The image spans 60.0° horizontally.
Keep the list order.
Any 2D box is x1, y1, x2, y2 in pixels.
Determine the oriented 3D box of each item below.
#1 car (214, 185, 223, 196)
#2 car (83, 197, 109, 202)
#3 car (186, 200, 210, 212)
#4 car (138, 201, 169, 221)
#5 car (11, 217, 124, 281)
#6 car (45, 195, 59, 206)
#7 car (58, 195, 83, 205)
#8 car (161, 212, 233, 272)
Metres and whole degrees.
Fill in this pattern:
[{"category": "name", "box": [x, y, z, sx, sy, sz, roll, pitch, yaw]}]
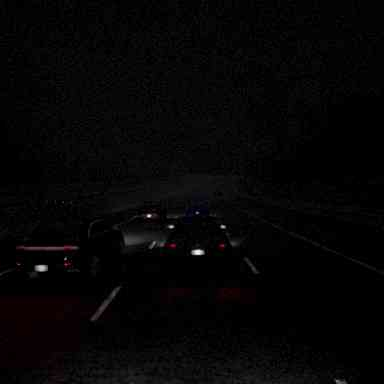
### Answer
[{"category": "car", "box": [7.138, -0.009, 91.046, 2.150, 2.045, 5.566, 0, 2, 5]}, {"category": "car", "box": [-13.089, 1.359, 46.941, 2.033, 1.411, 5.357, 0, 1, 3]}, {"category": "car", "box": [0.479, 1.450, 28.137, 1.882, 1.535, 5.008, 0, 0, 1]}, {"category": "car", "box": [-3.059, 1.478, 26.661, 1.837, 1.490, 4.892, 0, 0, 1]}, {"category": "car", "box": [-3.336, 1.482, 9.838, 2.128, 1.511, 4.902, 0, 0, 1]}, {"category": "car", "box": [-19.975, 1.278, 49.502, 1.837, 1.490, 4.892, 0, 1, 3]}, {"category": "car", "box": [-16.588, 1.313, 47.122, 1.837, 1.490, 4.892, 0, 1, 3]}, {"category": "car", "box": [0.173, 1.555, 10.736, 1.994, 1.385, 4.181, 0, 0, 1]}]
